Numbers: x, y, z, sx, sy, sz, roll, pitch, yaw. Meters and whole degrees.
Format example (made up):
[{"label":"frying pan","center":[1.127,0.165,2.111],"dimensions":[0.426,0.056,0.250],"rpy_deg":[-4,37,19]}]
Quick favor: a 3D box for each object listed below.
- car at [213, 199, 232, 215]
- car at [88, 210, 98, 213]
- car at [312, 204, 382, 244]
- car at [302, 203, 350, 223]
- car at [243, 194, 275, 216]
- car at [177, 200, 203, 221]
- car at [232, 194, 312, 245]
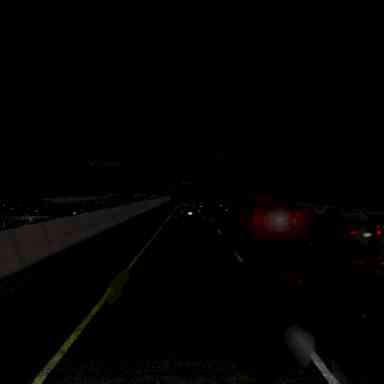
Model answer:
[{"label":"car","center":[3.289,1.496,34.231],"dimensions":[2.128,1.511,4.902],"rpy_deg":[0,0,0]},{"label":"car","center":[-10.904,1.568,33.487],"dimensions":[2.033,1.411,5.357],"rpy_deg":[0,0,0]},{"label":"car","center":[6.932,1.521,15.528],"dimensions":[1.812,1.442,4.674],"rpy_deg":[0,0,0]},{"label":"car","center":[10.351,1.594,26.117],"dimensions":[1.895,1.301,4.718],"rpy_deg":[0,0,0]},{"label":"car","center":[6.786,1.221,34.533],"dimensions":[2.150,2.045,5.566],"rpy_deg":[0,0,0]},{"label":"car","center":[-0.156,1.571,26.996],"dimensions":[1.994,1.385,4.181],"rpy_deg":[0,0,0]},{"label":"car","center":[3.430,1.221,15.623],"dimensions":[2.150,2.045,5.566],"rpy_deg":[0,0,0]}]
